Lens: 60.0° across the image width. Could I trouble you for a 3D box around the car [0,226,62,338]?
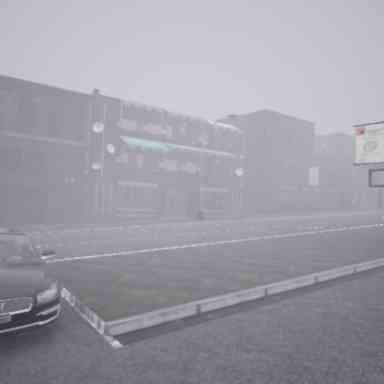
[{"bbox_3d":[-3.996,1.481,6.548,2.231,1.521,4.892,0,0,-35],"label":"car"}]
